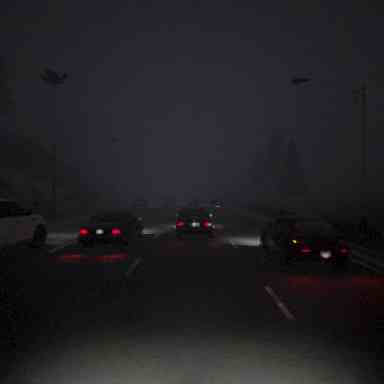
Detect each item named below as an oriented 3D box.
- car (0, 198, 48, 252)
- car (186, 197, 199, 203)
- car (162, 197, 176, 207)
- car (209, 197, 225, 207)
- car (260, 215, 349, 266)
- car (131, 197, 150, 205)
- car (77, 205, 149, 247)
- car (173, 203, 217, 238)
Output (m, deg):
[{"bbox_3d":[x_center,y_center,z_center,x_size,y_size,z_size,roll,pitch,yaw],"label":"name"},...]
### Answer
[{"bbox_3d":[-6.897,1.192,11.058,2.150,2.045,5.566,0,0,0],"label":"car"},{"bbox_3d":[0.085,1.470,50.664,1.895,1.301,4.718,0,0,-1],"label":"car"},{"bbox_3d":[-3.400,1.419,49.630,2.033,1.411,5.357,0,0,0],"label":"car"},{"bbox_3d":[3.605,1.438,48.424,1.994,1.385,4.181,0,0,0],"label":"car"},{"bbox_3d":[3.602,1.496,11.260,1.812,1.442,4.674,0,0,0],"label":"car"},{"bbox_3d":[-6.890,1.431,44.809,2.033,1.411,5.357,0,0,0],"label":"car"},{"bbox_3d":[-3.396,1.509,14.733,2.033,1.411,5.357,0,0,0],"label":"car"},{"bbox_3d":[0.103,1.502,17.417,2.033,1.411,5.357,0,0,0],"label":"car"}]
